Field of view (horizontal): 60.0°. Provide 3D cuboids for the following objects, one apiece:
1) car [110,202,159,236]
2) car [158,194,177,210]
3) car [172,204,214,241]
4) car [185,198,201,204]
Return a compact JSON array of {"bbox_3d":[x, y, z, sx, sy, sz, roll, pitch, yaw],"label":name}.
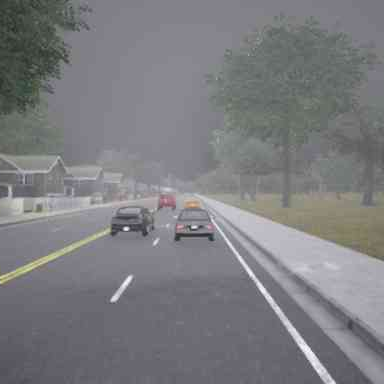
[{"bbox_3d":[-3.146,1.507,18.337,1.837,1.490,4.892,0,0,0],"label":"car"},{"bbox_3d":[-3.141,1.227,43.030,2.150,2.045,5.566,0,0,0],"label":"car"},{"bbox_3d":[0.103,1.549,16.717,2.033,1.411,5.357,0,0,0],"label":"car"},{"bbox_3d":[0.109,1.483,43.138,1.882,1.535,5.008,0,0,0],"label":"car"}]
